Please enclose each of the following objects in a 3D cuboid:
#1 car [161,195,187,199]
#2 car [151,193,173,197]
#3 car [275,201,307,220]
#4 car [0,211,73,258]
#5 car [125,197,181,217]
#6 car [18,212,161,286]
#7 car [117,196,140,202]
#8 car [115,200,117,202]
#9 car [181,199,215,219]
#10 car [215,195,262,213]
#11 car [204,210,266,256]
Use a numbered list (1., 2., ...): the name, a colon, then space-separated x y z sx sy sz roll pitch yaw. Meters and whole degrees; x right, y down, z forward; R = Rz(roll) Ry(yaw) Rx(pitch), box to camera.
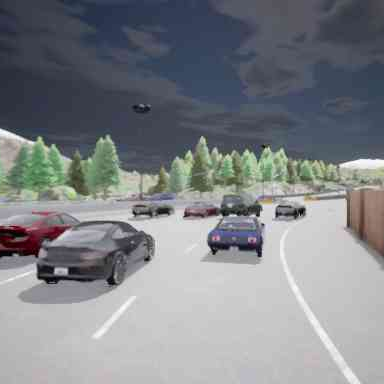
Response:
1. car: -1.994 1.516 51.187 2.033 1.411 5.357 0 0 35
2. car: -5.045 1.173 52.934 2.150 2.045 5.566 0 0 35
3. car: 8.723 1.533 29.186 2.128 1.511 4.902 0 0 31
4. car: -5.355 1.441 12.360 1.882 1.535 5.008 0 0 11
5. car: -3.296 1.461 28.980 2.128 1.511 4.902 0 0 25
6. car: -2.414 1.508 9.293 1.812 1.442 4.674 0 0 9
7. car: -9.127 1.403 53.235 1.882 1.535 5.008 0 0 35
8. car: -10.847 1.515 56.856 1.895 1.301 4.718 0 0 35
9. car: 0.946 1.558 29.620 1.994 1.385 4.181 0 0 27
10. car: 4.290 1.236 28.628 2.150 2.045 5.566 0 0 28
11. car: 1.943 1.607 13.248 1.895 1.301 4.718 0 0 14
